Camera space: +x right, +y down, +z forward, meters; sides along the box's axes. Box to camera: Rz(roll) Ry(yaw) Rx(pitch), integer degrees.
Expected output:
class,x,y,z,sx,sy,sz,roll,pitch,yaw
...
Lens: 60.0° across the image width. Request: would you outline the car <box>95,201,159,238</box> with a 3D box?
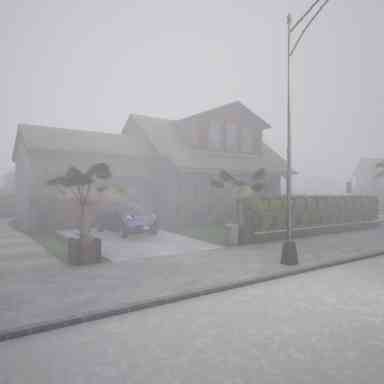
class,x,y,z,sx,sy,sz,roll,pitch,yaw
car,-3.024,1.174,15.291,1.845,1.501,3.633,0,0,-38
